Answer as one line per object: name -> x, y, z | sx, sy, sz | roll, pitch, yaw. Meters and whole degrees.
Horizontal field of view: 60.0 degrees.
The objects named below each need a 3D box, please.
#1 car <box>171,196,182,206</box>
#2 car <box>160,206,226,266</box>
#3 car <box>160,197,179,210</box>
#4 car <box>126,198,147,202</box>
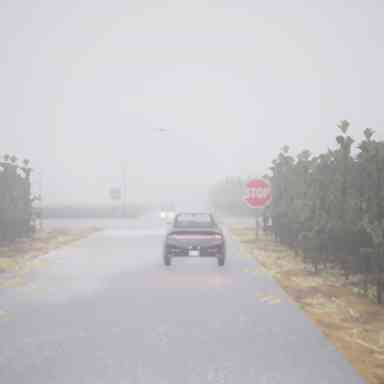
car -> -3.103, 1.719, 63.695 | 2.150, 2.045, 5.566 | 0, -1, 0
car -> 0.086, 1.438, 11.332 | 2.128, 1.511, 4.902 | 0, 0, 1
car -> -3.188, 1.835, 44.072 | 2.128, 1.511, 4.902 | 0, -1, 0
car -> -12.428, 2.138, 76.004 | 5.357, 1.411, 2.033 | 0, 0, 0
